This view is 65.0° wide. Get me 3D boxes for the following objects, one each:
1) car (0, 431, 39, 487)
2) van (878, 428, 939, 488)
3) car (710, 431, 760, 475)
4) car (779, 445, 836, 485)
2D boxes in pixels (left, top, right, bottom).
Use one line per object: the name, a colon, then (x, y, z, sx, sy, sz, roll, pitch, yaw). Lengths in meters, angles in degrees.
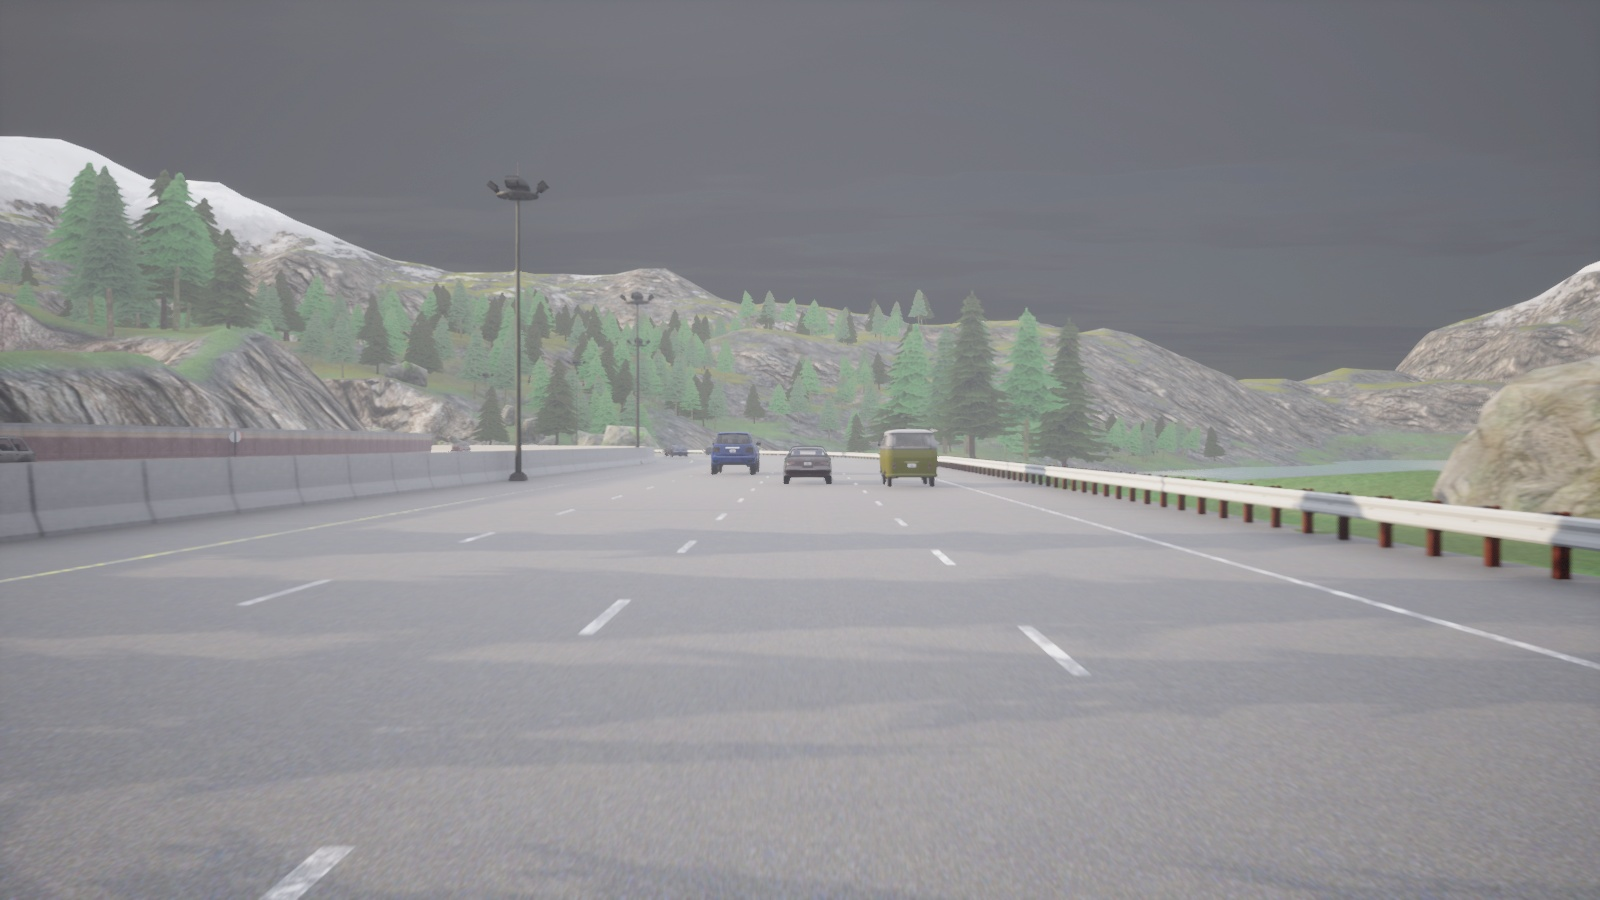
car: (-27.746, 0.307, 41.900, 1.932, 1.855, 4.605, 0, 0, 0)
van: (3.768, 0.257, 44.052, 1.775, 1.987, 4.442, 0, 0, 0)
car: (-3.132, 0.120, 61.445, 2.150, 2.045, 5.566, 0, 0, 0)
car: (0.290, 0.528, 47.789, 2.033, 1.411, 5.357, 0, 0, 0)
